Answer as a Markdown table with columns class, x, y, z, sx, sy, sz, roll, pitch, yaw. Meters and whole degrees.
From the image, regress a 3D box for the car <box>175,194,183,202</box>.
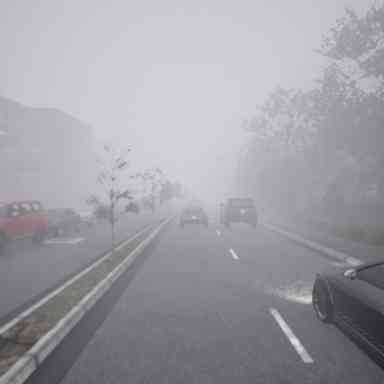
| class | x | y | z | sx | sy | sz | roll | pitch | yaw |
| --- | --- | --- | --- | --- | --- | --- | --- | --- | --- |
| car | -4.693 | 1.998 | 91.418 | 2.231 | 1.521 | 4.892 | 0 | 0 | 9 |

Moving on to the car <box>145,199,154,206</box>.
| class | x | y | z | sx | sy | sz | roll | pitch | yaw |
| --- | --- | --- | --- | --- | --- | --- | --- | --- | --- |
| car | -7.760 | 1.858 | 52.584 | 2.097 | 1.535 | 5.008 | 0 | 0 | 1 |

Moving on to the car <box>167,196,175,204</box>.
| class | x | y | z | sx | sy | sz | roll | pitch | yaw |
| --- | --- | --- | --- | --- | --- | --- | --- | --- | --- |
| car | -6.120 | 1.958 | 80.183 | 1.946 | 1.575 | 5.366 | 0 | 0 | 7 |

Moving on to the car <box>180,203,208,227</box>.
| class | x | y | z | sx | sy | sz | roll | pitch | yaw |
| --- | --- | --- | --- | --- | --- | --- | --- | --- | --- |
| car | 0.136 | 1.781 | 25.089 | 1.994 | 1.385 | 4.181 | 0 | -1 | 0 |

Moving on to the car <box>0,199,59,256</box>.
| class | x | y | z | sx | sy | sz | roll | pitch | yaw |
| --- | --- | --- | --- | --- | --- | --- | --- | --- | --- |
| car | -8.014 | 1.357 | 13.827 | 2.435 | 2.045 | 5.566 | 0 | 0 | 0 |

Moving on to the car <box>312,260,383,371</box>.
| class | x | y | z | sx | sy | sz | roll | pitch | yaw |
| --- | --- | --- | --- | --- | --- | --- | --- | --- | --- |
| car | 3.254 | 1.609 | 4.642 | 1.994 | 1.385 | 4.181 | 0 | -1 | 0 |

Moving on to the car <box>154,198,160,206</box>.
| class | x | y | z | sx | sy | sz | roll | pitch | yaw |
| --- | --- | --- | --- | --- | --- | --- | --- | --- | --- |
| car | -7.509 | 1.928 | 62.179 | 2.163 | 1.488 | 4.792 | 0 | 0 | 3 |

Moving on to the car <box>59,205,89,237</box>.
| class | x | y | z | sx | sy | sz | roll | pitch | yaw |
| --- | --- | --- | --- | --- | --- | --- | --- | --- | --- |
| car | -7.977 | 1.683 | 19.370 | 2.163 | 1.488 | 4.792 | 0 | 0 | 0 |

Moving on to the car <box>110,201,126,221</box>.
| class | x | y | z | sx | sy | sz | roll | pitch | yaw |
| --- | --- | --- | --- | --- | --- | --- | --- | --- | --- |
| car | -7.905 | 1.761 | 30.464 | 2.163 | 1.488 | 4.792 | 0 | 0 | 0 |

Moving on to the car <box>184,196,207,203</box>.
| class | x | y | z | sx | sy | sz | roll | pitch | yaw |
| --- | --- | --- | --- | --- | --- | --- | --- | --- | --- |
| car | 0.515 | 1.686 | 41.878 | 2.097 | 1.767 | 4.553 | 0 | 0 | 2 |

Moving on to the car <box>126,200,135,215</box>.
| class | x | y | z | sx | sy | sz | roll | pitch | yaw |
| --- | --- | --- | --- | --- | --- | --- | --- | --- | --- |
| car | -7.869 | 1.807 | 36.041 | 2.002 | 1.452 | 4.674 | 0 | 0 | 0 |

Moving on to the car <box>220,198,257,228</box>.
| class | x | y | z | sx | sy | sz | roll | pitch | yaw |
| --- | --- | --- | --- | --- | --- | --- | --- | --- | --- |
| car | 3.290 | 1.432 | 24.167 | 2.150 | 2.045 | 5.566 | 0 | 0 | 1 |

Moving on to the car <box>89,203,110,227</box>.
| class | x | y | z | sx | sy | sz | roll | pitch | yaw |
| --- | --- | --- | --- | --- | --- | --- | --- | --- | --- |
| car | -7.942 | 1.734 | 24.948 | 2.002 | 1.452 | 4.674 | 0 | 0 | 0 |

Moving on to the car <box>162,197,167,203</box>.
| class | x | y | z | sx | sy | sz | roll | pitch | yaw |
| --- | --- | --- | --- | --- | --- | --- | --- | --- | --- |
| car | -7.094 | 1.921 | 69.208 | 1.946 | 1.575 | 5.366 | 0 | 0 | 5 |

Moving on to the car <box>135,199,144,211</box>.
| class | x | y | z | sx | sy | sz | roll | pitch | yaw |
| --- | --- | --- | --- | --- | --- | --- | --- | --- | --- |
| car | -7.833 | 1.801 | 41.592 | 2.231 | 1.521 | 4.892 | 0 | 0 | 0 |
